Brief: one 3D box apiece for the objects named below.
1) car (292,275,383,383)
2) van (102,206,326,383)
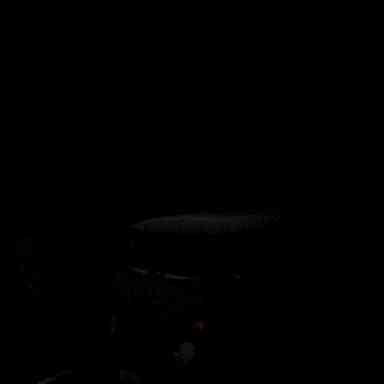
[{"bbox_3d":[2.908,1.518,3.689,2.002,1.452,4.674,0,0,36],"label":"car"},{"bbox_3d":[0.656,1.270,5.138,1.878,1.987,4.442,-1,0,35],"label":"van"}]
